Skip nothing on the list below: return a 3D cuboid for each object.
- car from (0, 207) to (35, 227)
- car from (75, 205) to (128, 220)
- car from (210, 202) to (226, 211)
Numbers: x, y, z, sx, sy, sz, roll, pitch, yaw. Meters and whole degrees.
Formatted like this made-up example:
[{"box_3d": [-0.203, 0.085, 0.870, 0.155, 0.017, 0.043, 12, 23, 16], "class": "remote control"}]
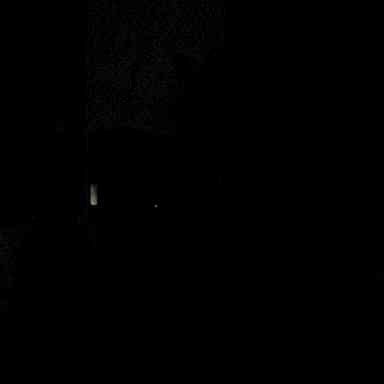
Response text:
[{"box_3d": [-13.014, 1.673, 22.036, 1.882, 1.535, 5.008, -1, -1, 35], "class": "car"}, {"box_3d": [-8.786, 1.942, 32.801, 2.033, 1.411, 5.357, 0, -1, 36], "class": "car"}, {"box_3d": [4.608, 2.355, 51.434, 2.128, 1.511, 4.902, 0, -2, 36], "class": "car"}]
